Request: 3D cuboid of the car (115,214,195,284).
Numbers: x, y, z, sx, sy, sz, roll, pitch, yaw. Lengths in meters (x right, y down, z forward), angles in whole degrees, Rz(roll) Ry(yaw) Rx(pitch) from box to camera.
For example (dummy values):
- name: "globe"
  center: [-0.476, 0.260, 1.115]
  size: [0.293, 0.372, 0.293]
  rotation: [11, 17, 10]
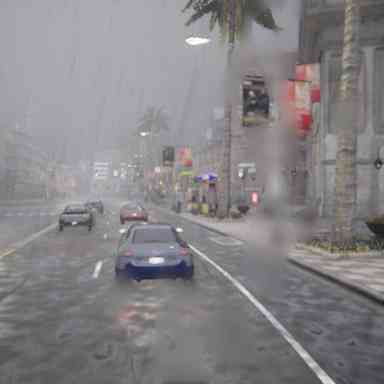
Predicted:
- name: "car"
  center: [-1.173, 1.566, 9.745]
  size: [1.994, 1.385, 4.181]
  rotation: [0, 0, -10]

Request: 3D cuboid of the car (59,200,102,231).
- name: "car"
  center: [-6.996, 1.498, 20.656]
  size: [2.128, 1.511, 4.902]
  rotation: [0, 0, -13]

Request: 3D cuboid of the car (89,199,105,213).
- name: "car"
  center: [-10.746, 1.516, 36.749]
  size: [1.837, 1.490, 4.892]
  rotation: [0, 0, -14]

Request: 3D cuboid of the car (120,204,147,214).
- name: "car"
  center: [-4.525, 1.570, 25.551]
  size: [1.994, 1.385, 4.181]
  rotation: [0, 0, -13]
